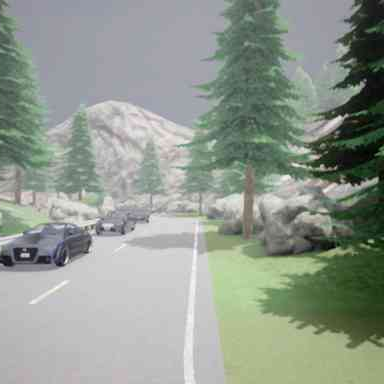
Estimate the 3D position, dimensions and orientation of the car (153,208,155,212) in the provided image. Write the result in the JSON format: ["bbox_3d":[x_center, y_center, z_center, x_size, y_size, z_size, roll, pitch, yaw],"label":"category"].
[{"bbox_3d":[-7.964,2.654,50.520,4.718,1.301,1.895,-1,-1,31],"label":"car"}]

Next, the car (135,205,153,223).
[{"bbox_3d":[-5.081,2.206,32.698,1.837,1.490,4.892,0,-1,-6],"label":"car"}]

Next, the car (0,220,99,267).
[{"bbox_3d":[-5.253,1.864,12.541,1.994,1.385,4.181,0,-1,1],"label":"car"}]

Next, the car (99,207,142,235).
[{"bbox_3d":[-5.040,1.990,22.483,2.128,1.511,4.902,0,-1,1],"label":"car"}]
